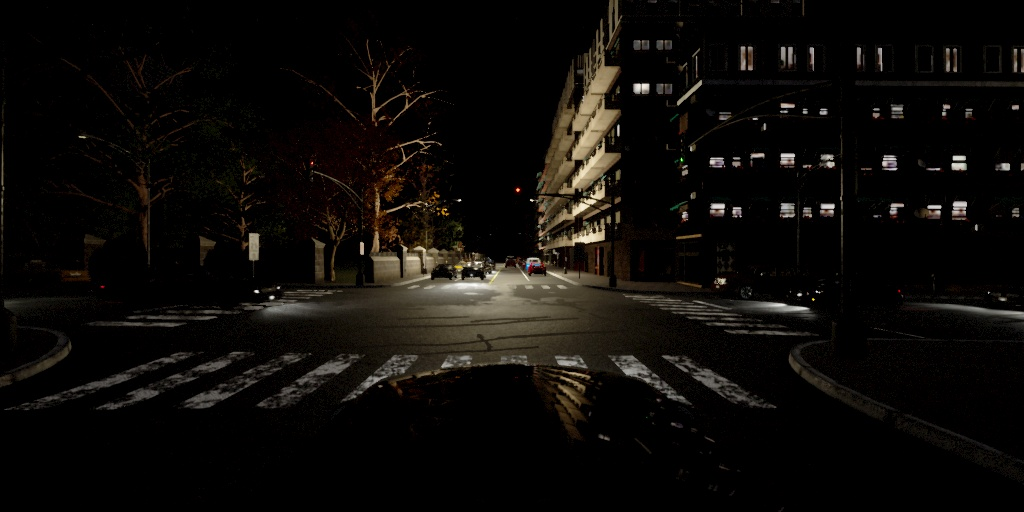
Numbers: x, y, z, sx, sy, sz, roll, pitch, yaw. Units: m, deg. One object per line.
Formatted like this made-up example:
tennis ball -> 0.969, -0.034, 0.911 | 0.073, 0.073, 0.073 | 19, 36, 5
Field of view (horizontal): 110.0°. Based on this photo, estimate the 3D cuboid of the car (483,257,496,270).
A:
car -> -3.323, 1.278, 51.763 | 2.128, 1.511, 4.902 | 0, 0, 0

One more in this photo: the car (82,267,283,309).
car -> -11.626, 1.115, 13.162 | 5.357, 1.411, 2.033 | 1, 0, -5

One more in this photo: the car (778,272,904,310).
car -> 15.113, 1.624, 16.410 | 4.181, 1.385, 1.994 | 1, 0, -1

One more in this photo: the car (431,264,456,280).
car -> -5.827, 1.330, 31.223 | 1.948, 1.339, 4.313 | 0, 0, 0

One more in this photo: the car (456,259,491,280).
car -> -3.230, 1.255, 31.052 | 2.128, 1.511, 4.902 | 0, 0, 0

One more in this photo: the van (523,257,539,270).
van -> 2.500, 1.115, 42.523 | 1.690, 1.789, 3.998 | 0, 0, 0

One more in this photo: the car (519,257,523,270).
car -> 2.447, 1.229, 53.783 | 1.967, 1.591, 4.097 | 0, 0, 0

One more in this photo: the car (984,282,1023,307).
car -> 24.950, 1.764, 16.555 | 4.674, 1.442, 1.812 | 1, 0, -1

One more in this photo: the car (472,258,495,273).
car -> -3.280, 1.278, 41.351 | 1.837, 1.490, 4.892 | 0, 0, 0

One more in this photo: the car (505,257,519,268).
car -> -0.183, 1.328, 61.737 | 1.812, 1.442, 4.674 | 0, 0, 0

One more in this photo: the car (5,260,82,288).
car -> -24.819, 0.882, 18.428 | 4.829, 1.417, 1.751 | 0, 0, -1

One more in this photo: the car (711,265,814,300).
car -> 13.371, 1.353, 18.973 | 5.009, 1.841, 2.192 | 0, 0, -1

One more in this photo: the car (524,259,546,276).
car -> 2.527, 1.314, 36.893 | 1.888, 1.381, 4.507 | 0, 0, 0
